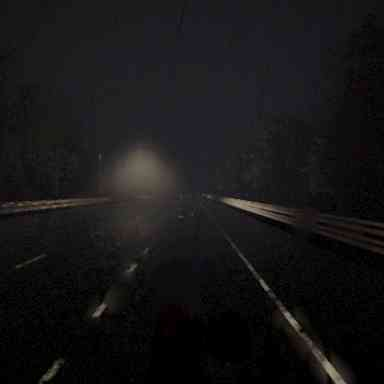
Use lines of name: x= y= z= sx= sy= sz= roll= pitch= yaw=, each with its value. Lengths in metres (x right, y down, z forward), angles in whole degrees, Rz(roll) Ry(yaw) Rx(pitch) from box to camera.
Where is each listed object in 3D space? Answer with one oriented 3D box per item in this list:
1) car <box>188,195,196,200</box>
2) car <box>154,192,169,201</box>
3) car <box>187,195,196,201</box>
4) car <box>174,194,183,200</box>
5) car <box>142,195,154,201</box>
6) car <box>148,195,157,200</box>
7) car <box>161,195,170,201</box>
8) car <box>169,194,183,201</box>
car: x=-0.049 y=1.499 z=89.198 sx=1.994 sy=1.385 sz=4.181 roll=0 pitch=0 yaw=0
car: x=-7.043 y=1.071 z=78.796 sx=2.150 sy=2.045 sz=5.566 roll=0 pitch=0 yaw=0
car: x=-0.044 y=1.372 z=78.769 sx=2.128 sy=1.511 sz=4.902 roll=0 pitch=0 yaw=0
car: x=-3.549 y=1.301 z=89.165 sx=2.097 sy=1.767 sz=4.553 roll=0 pitch=0 yaw=0
car: x=-10.544 y=1.441 z=79.210 sx=1.895 sy=1.301 sz=4.718 roll=0 pitch=0 yaw=0
car: x=-10.549 y=1.485 z=89.191 sx=2.033 sy=1.411 sz=5.357 roll=0 pitch=0 yaw=0
car: x=-7.049 y=1.471 z=89.194 sx=2.128 sy=1.511 sz=4.902 roll=0 pitch=0 yaw=0
car: x=-3.543 y=1.372 z=78.767 sx=2.128 sy=1.511 sz=4.902 roll=0 pitch=0 yaw=0
